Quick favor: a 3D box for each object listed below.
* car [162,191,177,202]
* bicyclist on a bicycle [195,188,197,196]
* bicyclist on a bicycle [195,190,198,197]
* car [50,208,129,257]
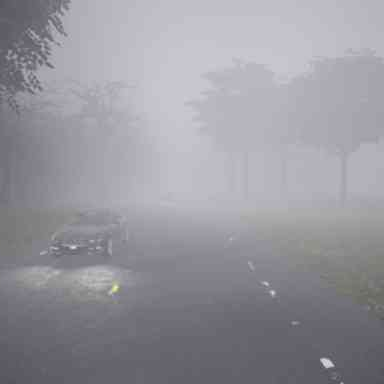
[{"bbox_3d":[-3.552,0.639,52.920,2.097,1.767,4.553,0,1,0],"label":"car"},{"bbox_3d":[0.994,0.007,82.595,0.659,1.776,1.843,0,2,0],"label":"bicyclist on a bicycle"},{"bbox_3d":[0.989,0.284,73.640,0.866,1.612,1.509,0,1,0],"label":"bicyclist on a bicycle"},{"bbox_3d":[-3.596,1.401,12.490,1.837,1.490,4.892,0,1,0],"label":"car"}]
